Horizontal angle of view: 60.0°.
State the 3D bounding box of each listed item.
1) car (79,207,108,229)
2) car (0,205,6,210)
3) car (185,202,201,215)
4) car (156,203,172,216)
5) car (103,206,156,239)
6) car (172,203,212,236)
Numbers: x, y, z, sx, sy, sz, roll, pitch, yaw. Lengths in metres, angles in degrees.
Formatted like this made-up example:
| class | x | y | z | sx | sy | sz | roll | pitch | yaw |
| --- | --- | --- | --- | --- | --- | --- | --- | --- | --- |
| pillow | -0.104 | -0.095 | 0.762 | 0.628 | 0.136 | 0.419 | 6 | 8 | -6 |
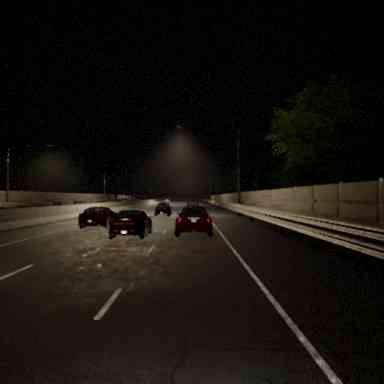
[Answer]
| class | x | y | z | sx | sy | sz | roll | pitch | yaw |
| --- | --- | --- | --- | --- | --- | --- | --- | --- | --- |
| car | -6.896 | 1.833 | 24.925 | 1.882 | 1.535 | 5.008 | 0 | -1 | 0 |
| car | -17.496 | 1.615 | 27.772 | 1.837 | 1.490 | 4.892 | 0 | -1 | 0 |
| car | 0.107 | 2.107 | 43.269 | 1.882 | 1.535 | 5.008 | 0 | -1 | 0 |
| car | -3.393 | 2.081 | 39.702 | 1.837 | 1.490 | 4.892 | 0 | 0 | 0 |
| car | -3.397 | 1.777 | 19.034 | 1.837 | 1.490 | 4.892 | 0 | 0 | 0 |
| car | 0.104 | 1.643 | 20.539 | 2.097 | 1.767 | 4.553 | 0 | -1 | 0 |
